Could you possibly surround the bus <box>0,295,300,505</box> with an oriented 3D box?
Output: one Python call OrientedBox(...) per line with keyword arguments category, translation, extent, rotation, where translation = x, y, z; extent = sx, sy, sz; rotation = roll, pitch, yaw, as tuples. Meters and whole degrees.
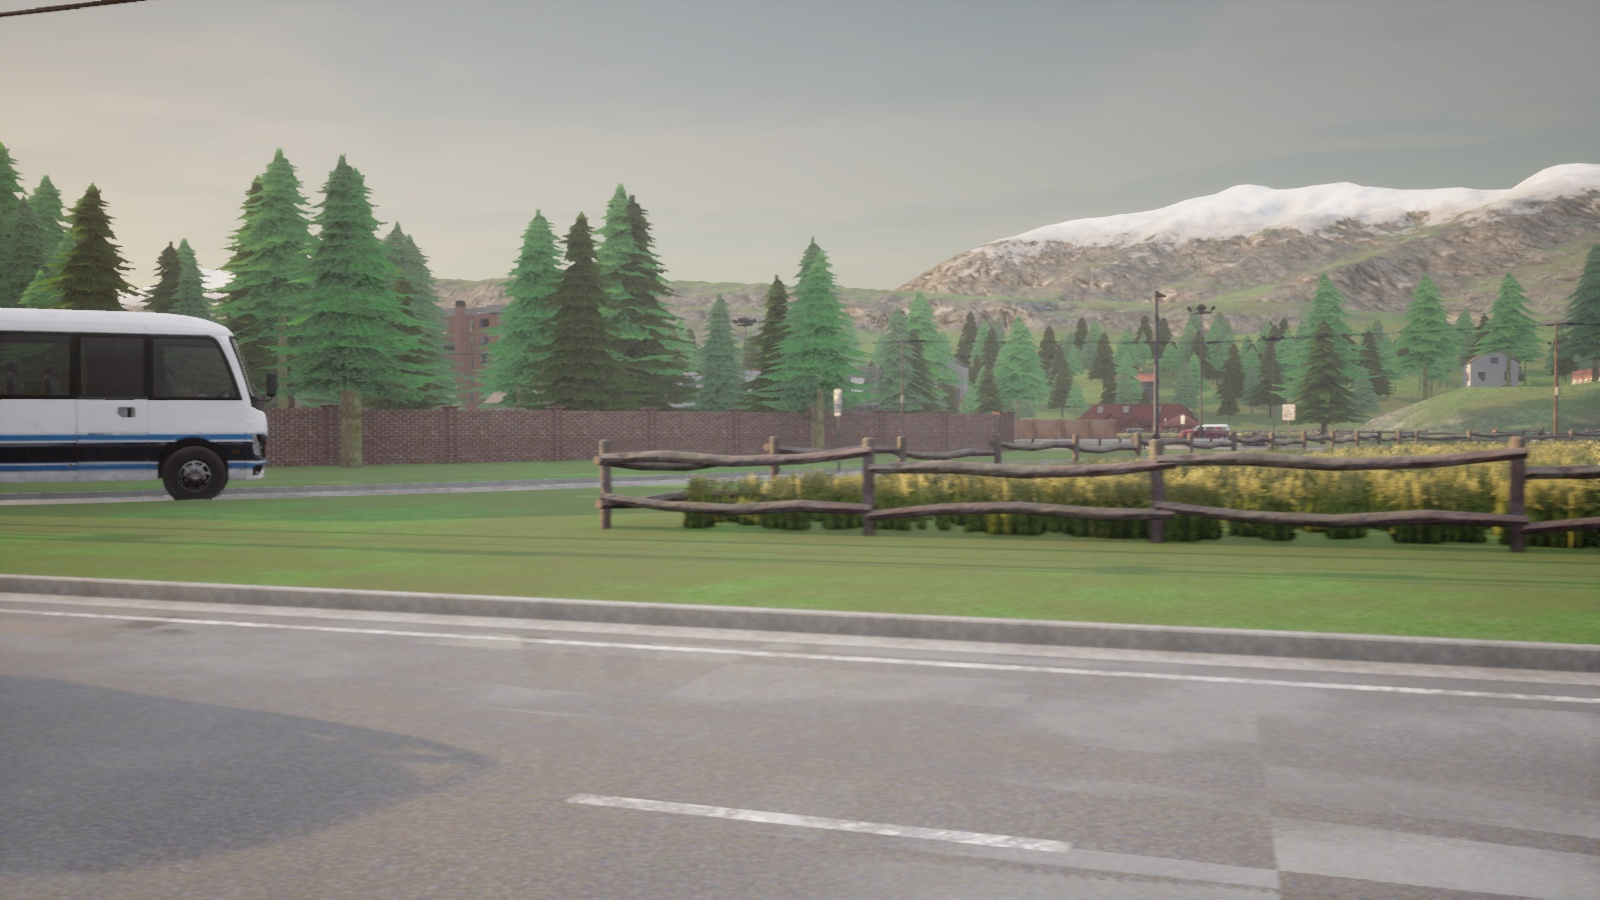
OrientedBox(category="bus", translation=(-16.522, -1.052, 27.492), extent=(10.273, 4.253, 3.944), rotation=(0, 1, -23))
